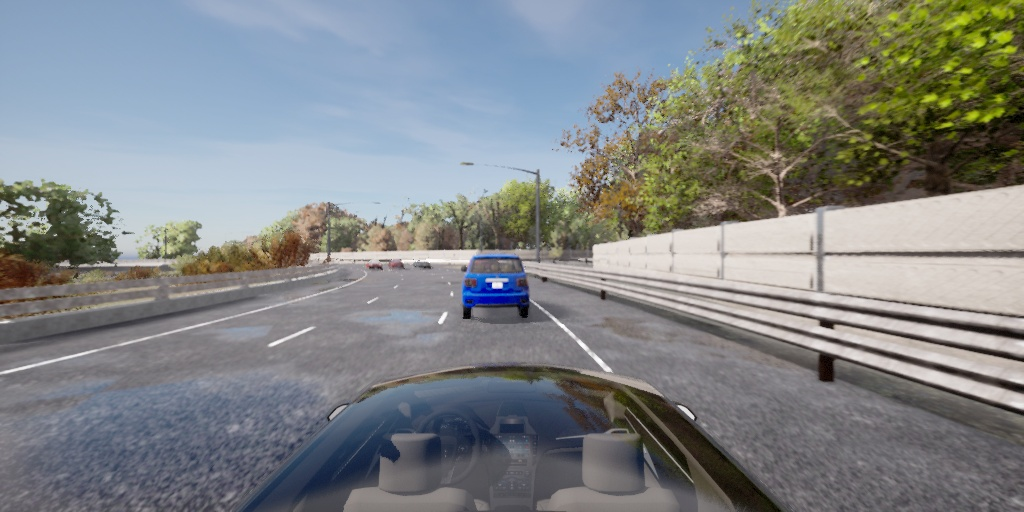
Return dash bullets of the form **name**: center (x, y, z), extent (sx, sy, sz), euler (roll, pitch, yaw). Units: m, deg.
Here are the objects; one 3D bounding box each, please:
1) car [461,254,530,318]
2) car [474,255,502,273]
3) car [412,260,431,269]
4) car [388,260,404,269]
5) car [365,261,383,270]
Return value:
- **car**: center (-0.685, 0.959, 13.216), extent (2.150, 2.045, 5.566), euler (0, 0, -5)
- **car**: center (-2.767, 0.931, 43.164), extent (2.150, 2.045, 5.566), euler (-1, 0, 9)
- **car**: center (-14.055, 1.310, 55.608), extent (1.994, 1.385, 4.181), euler (0, 0, -28)
- **car**: center (-17.991, 1.290, 55.586), extent (1.812, 1.442, 4.674), euler (0, 0, -29)
- **car**: center (-20.265, 1.380, 52.510), extent (1.895, 1.301, 4.718), euler (0, 0, -29)
